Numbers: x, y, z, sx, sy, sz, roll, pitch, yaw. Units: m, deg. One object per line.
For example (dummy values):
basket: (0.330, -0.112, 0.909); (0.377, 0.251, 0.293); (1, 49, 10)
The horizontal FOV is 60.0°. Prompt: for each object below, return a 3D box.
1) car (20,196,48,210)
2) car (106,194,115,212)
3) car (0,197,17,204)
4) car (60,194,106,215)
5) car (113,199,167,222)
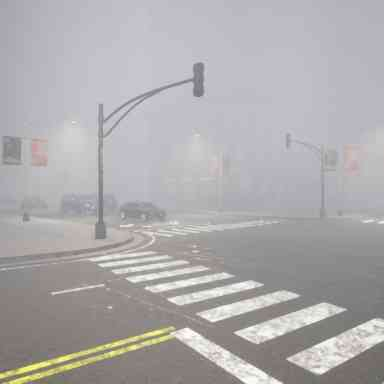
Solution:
car: (-20.345, 1.331, 42.814); (2.097, 1.767, 4.553); (0, 0, -45)
car: (-10.753, 1.209, 38.054); (2.150, 2.045, 5.566); (0, 0, -45)
car: (-33.655, 1.531, 60.986); (1.994, 1.385, 4.181); (0, 0, -45)
car: (-11.464, 1.209, 33.902); (5.566, 2.045, 2.150); (0, 0, 45)
car: (-4.004, 1.494, 26.439); (1.837, 1.490, 4.892); (0, 0, -44)
